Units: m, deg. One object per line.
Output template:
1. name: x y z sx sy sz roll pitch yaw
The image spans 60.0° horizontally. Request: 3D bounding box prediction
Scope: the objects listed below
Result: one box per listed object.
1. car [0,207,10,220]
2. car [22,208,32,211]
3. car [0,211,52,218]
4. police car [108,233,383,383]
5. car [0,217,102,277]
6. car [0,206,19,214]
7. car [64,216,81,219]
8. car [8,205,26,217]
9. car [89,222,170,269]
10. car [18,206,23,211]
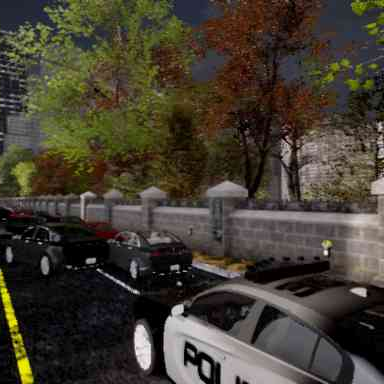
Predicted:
1. car: -23.837 2.607 41.018 2.033 1.411 5.357 1 -2 -32
2. car: -13.547 2.356 29.606 1.947 1.339 4.313 1 -2 -32
3. car: -8.336 1.958 16.929 1.837 1.490 4.892 1 -2 -15
4. police car: 0.923 1.543 3.603 1.930 1.638 5.238 1 -2 -32
5. car: -4.746 1.817 11.401 4.892 1.490 1.837 -1 -2 42
6. car: -18.472 2.374 32.602 1.812 1.442 4.674 1 -2 -32
7. car: -4.616 2.016 15.558 1.802 1.307 4.206 1 -2 -32
8. car: -25.453 2.700 48.339 1.967 1.590 4.097 1 -2 -32
9. car: -1.639 1.866 10.877 2.008 1.369 4.403 1 -2 -32
10. car: -19.500 2.608 38.970 1.802 1.307 4.206 1 -2 -32
